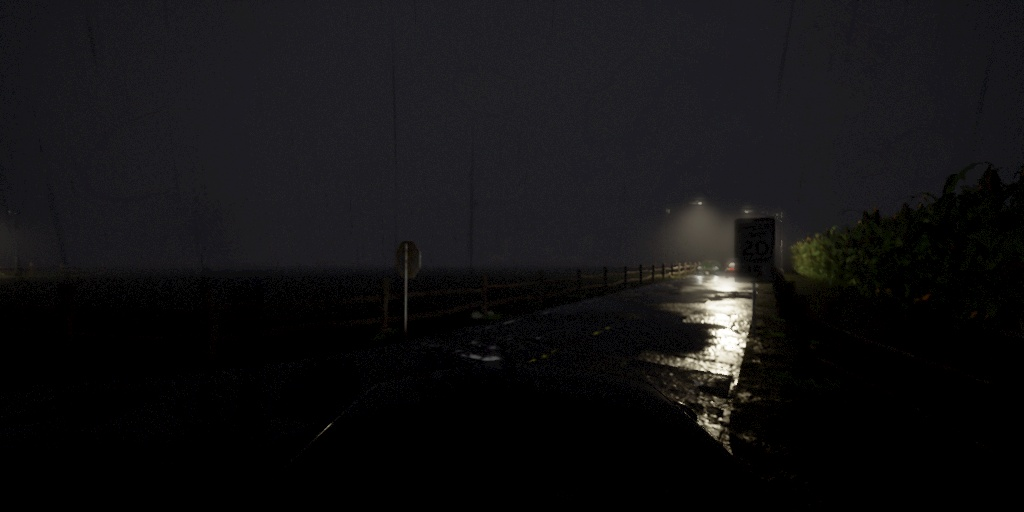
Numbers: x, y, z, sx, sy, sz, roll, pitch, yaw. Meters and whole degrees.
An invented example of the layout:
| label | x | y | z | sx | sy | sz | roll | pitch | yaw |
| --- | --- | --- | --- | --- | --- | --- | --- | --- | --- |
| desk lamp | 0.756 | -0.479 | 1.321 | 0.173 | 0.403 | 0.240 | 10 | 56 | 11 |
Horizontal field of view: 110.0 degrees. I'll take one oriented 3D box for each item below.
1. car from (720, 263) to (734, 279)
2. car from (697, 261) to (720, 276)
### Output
| label | x | y | z | sx | sy | sz | roll | pitch | yaw |
| --- | --- | --- | --- | --- | --- | --- | --- | --- | --- |
| car | 22.252 | 1.446 | 35.375 | 2.128 | 1.511 | 4.902 | 0 | 0 | 36 |
| car | 22.275 | 1.315 | 40.273 | 2.097 | 1.767 | 4.553 | 0 | 0 | 35 |
